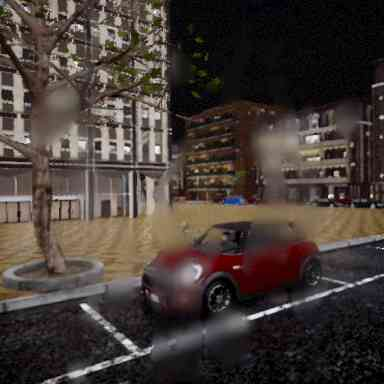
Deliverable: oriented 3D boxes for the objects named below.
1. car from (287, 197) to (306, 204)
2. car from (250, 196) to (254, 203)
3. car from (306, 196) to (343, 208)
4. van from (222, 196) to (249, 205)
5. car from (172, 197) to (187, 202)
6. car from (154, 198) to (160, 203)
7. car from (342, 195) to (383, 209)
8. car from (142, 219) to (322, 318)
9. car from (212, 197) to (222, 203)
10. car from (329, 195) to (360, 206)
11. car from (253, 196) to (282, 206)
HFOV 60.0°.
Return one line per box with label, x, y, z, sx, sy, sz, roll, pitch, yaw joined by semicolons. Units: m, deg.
car;19.646;1.613;61.714;1.802;1.307;4.206;-2;0;-36
car;13.047;1.637;70.689;1.967;1.590;4.097;-2;0;-36
car;19.225;1.564;47.654;2.008;1.369;4.403;-2;0;-36
van;8.220;1.630;63.010;1.690;1.788;3.998;-2;0;-36
car;-3.291;2.048;93.238;1.967;1.590;4.097;-2;0;-36
car;-10.073;2.300;88.323;2.008;1.369;4.403;-2;0;-36
car;22.492;1.482;43.143;2.008;1.369;4.403;-2;0;-36
car;0.943;1.393;7.242;4.097;1.590;1.967;-1;0;-36
car;6.515;1.943;79.708;1.802;1.307;4.206;-2;0;-36
car;24.904;1.340;54.532;1.967;1.590;4.097;-2;0;-36
car;13.144;1.710;56.127;1.887;1.381;4.507;-2;0;-36
